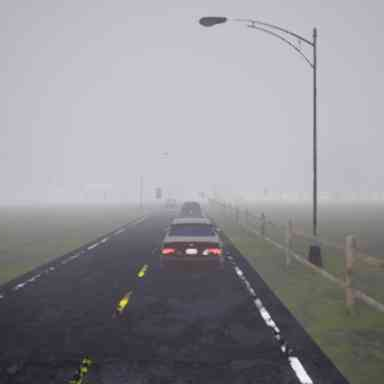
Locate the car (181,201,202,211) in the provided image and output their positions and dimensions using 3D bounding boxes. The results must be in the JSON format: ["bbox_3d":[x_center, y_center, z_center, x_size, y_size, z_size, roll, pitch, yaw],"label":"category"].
[{"bbox_3d":[-0.047,1.580,31.243,1.882,1.535,5.008,0,0,0],"label":"car"}]

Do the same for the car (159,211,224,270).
[{"bbox_3d":[0.003,1.582,11.072,2.033,1.411,5.357,0,0,0],"label":"car"}]

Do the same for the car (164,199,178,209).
[{"bbox_3d":[-2.991,1.714,48.900,2.033,1.411,5.357,0,0,0],"label":"car"}]
